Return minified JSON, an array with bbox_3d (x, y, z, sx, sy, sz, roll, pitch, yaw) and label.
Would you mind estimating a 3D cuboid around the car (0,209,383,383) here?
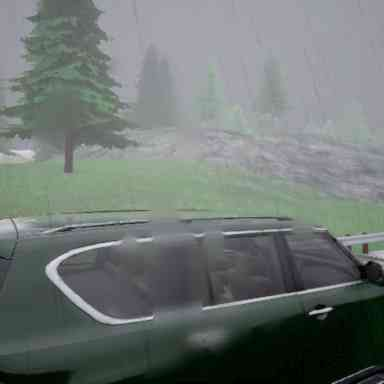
[{"bbox_3d":[0.463,1.220,3.657,5.566,2.045,2.150,0,0,-31],"label":"car"}]
